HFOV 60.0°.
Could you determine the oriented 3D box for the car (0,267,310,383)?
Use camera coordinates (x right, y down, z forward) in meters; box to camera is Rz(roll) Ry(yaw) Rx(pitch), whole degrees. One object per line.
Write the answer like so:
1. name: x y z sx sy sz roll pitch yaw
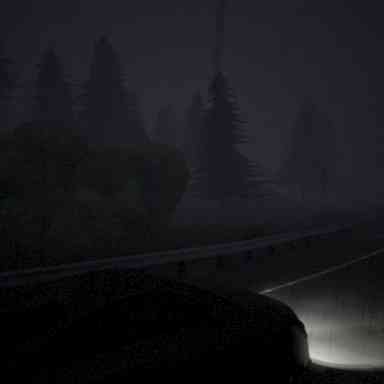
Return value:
1. car: -0.608 1.571 3.610 4.181 1.385 1.994 0 0 -37
